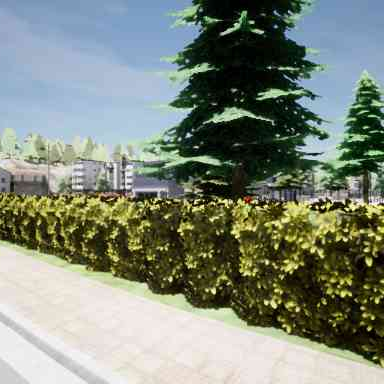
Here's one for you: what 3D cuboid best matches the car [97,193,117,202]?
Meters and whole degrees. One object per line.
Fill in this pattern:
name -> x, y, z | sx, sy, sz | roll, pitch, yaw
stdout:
car -> -18.211, 1.077, 71.371 | 1.905, 1.878, 3.866 | 0, 0, 44

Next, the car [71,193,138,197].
car -> -8.047, 1.221, 31.017 | 2.150, 2.045, 5.566 | 0, 0, 44

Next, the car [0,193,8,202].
car -> -41.761, 1.097, 70.170 | 1.932, 1.855, 4.605 | 0, 0, 44

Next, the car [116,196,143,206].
car -> -10.041, 1.384, 53.291 | 1.970, 1.475, 3.806 | 0, 0, 44

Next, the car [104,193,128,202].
car -> -15.852, 1.097, 69.626 | 1.932, 1.855, 4.605 | 0, 0, 44

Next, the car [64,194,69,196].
car -> -27.325, 1.154, 80.350 | 2.152, 1.636, 5.027 | 0, 0, 44
